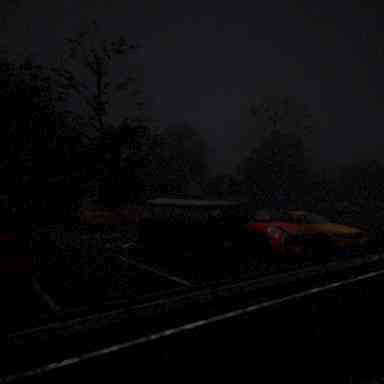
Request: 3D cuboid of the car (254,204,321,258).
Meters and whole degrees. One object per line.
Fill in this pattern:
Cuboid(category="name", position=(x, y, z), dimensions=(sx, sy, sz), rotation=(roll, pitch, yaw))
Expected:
Cuboid(category="car", position=(2.239, 1.344, 12.930), dimensions=(2.185, 1.767, 4.553), rotation=(1, 0, -36))

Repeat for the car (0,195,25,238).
Cuboid(category="car", position=(-11.072, 1.200, 18.384), dimensions=(2.435, 2.045, 5.566), rotation=(0, 0, -36))

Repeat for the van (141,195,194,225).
Cuboid(category="van", position=(-1.957, 1.276, 24.847), dimensions=(1.878, 1.987, 4.442), rotation=(1, 0, -36))

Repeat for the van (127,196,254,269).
Cuboid(category="van", position=(-0.274, 1.232, 11.222), dimensions=(1.878, 1.987, 4.442), rotation=(0, 0, -36))

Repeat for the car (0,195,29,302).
Cuboid(category="car", position=(-5.242, 1.200, 7.524), dimensions=(2.435, 2.045, 5.566), rotation=(0, 0, -36))

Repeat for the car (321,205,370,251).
Cuboid(category="car", position=(4.731, 1.491, 14.460), dimensions=(1.946, 1.575, 5.366), rotation=(1, 0, -36))

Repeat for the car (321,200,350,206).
Cuboid(category="car", position=(14.855, 1.926, 37.075), dimensions=(2.002, 1.452, 4.674), rotation=(2, -1, -36))

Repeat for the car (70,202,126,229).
Cuboid(category="car", position=(-6.560, 1.460, 21.901), dimensions=(1.946, 1.575, 5.366), rotation=(0, 0, -36))
